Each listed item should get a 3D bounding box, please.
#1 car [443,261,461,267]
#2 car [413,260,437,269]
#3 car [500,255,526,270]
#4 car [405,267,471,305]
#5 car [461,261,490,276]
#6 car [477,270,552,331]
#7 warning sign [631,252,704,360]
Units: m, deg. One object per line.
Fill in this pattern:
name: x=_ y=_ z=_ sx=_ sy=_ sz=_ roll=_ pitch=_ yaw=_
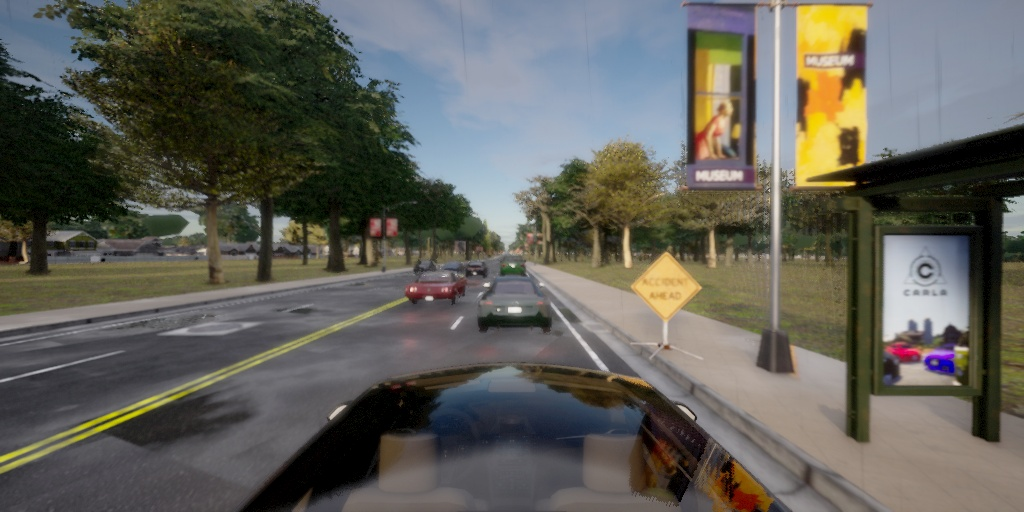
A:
car: x=-6.595 y=1.257 z=40.418 sx=2.033 sy=1.411 sz=5.357 roll=0 pitch=0 yaw=0
car: x=-9.841 y=1.215 z=40.849 sx=1.837 sy=1.490 sz=4.892 roll=0 pitch=0 yaw=0
car: x=0.096 y=0.936 z=31.920 sx=2.150 sy=2.045 sz=5.566 roll=0 pitch=0 yaw=0
car: x=-3.156 y=1.330 z=15.971 sx=1.895 sy=1.301 sz=4.718 roll=0 pitch=0 yaw=0
car: x=-3.154 y=1.219 z=32.887 sx=1.837 sy=1.490 sz=4.892 roll=0 pitch=0 yaw=0
car: x=0.075 y=1.300 z=10.891 sx=1.994 sy=1.385 sz=4.181 roll=0 pitch=0 yaw=0
warning sign: x=2.850 y=0.857 z=6.701 sx=1.300 sy=1.860 sz=1.060 roll=0 pitch=0 yaw=0
